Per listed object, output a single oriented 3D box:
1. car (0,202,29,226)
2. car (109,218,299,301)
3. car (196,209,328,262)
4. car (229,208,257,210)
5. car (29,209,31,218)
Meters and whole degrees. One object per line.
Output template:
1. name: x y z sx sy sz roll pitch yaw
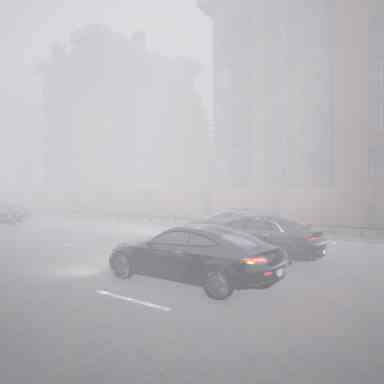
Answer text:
1. car: -13.445 1.548 22.200 5.357 1.411 2.033 0 0 36
2. car: -0.021 1.526 8.309 4.674 1.442 1.812 0 0 36
3. car: 1.941 1.504 11.210 4.892 1.490 1.837 0 0 36
4. car: 1.962 1.492 15.495 4.902 1.511 2.128 0 0 36
5. car: -15.391 1.564 27.891 4.181 1.385 1.994 0 0 36
